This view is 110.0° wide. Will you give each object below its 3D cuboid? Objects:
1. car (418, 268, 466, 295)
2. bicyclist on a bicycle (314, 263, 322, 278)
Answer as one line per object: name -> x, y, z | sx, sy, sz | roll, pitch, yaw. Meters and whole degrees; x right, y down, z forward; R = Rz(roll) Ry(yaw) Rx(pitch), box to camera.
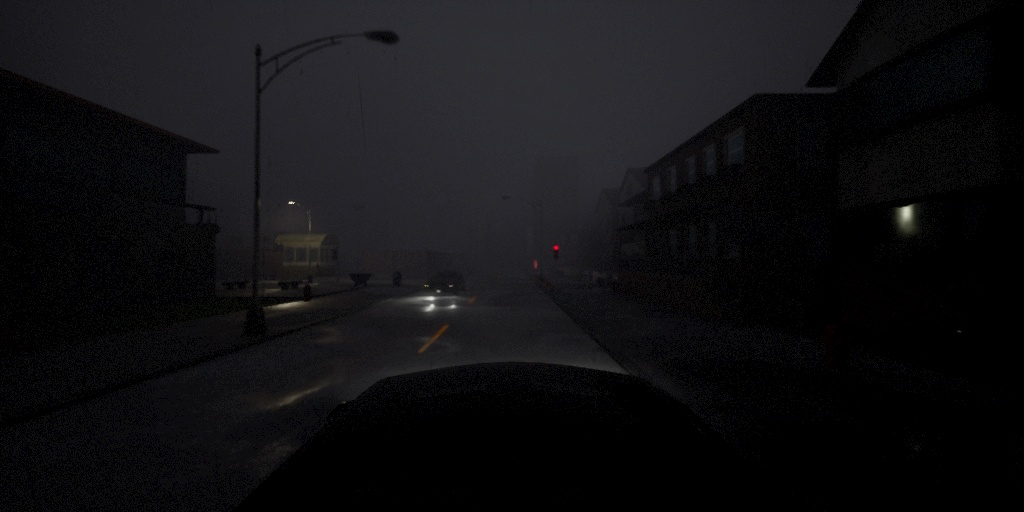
car -> -4.013, 1.582, 22.297 | 2.033, 1.411, 5.357 | 0, -1, 0
bicyclist on a bicycle -> -21.731, 1.632, 40.170 | 0.582, 1.620, 1.656 | 0, 0, 0
